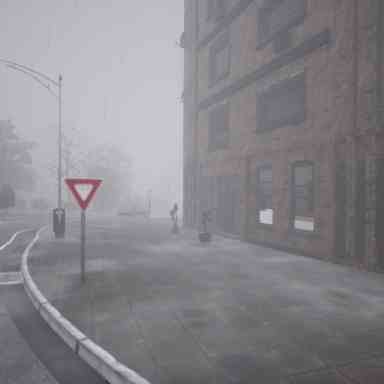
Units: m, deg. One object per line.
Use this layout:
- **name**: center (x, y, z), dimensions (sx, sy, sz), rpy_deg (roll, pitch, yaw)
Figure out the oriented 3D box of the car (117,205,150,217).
- **car**: center (-6.631, 2.189, 38.391), dimensions (1.994, 1.385, 4.181), rpy_deg (1, -3, 29)
